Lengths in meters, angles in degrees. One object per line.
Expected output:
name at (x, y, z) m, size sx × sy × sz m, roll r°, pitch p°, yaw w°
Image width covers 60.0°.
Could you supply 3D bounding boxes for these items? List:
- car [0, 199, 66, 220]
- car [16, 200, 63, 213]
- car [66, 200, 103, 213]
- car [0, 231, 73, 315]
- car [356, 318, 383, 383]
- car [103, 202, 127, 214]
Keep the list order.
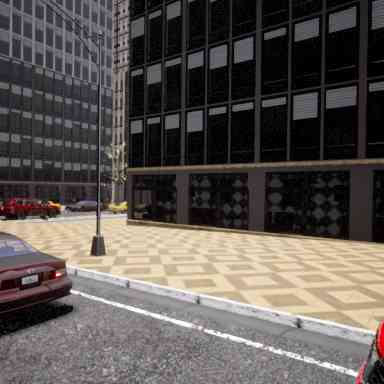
car at (-14.424, 1.519, 29.816) m, size 2.192 × 1.841 × 5.009 m, roll 1°, pitch 0°, yaw 37°
car at (-17.898, 1.643, 39.199) m, size 1.752 × 1.417 × 4.829 m, roll 1°, pitch 0°, yaw 37°
car at (-13.039, 1.747, 41.389) m, size 2.033 × 1.411 × 5.357 m, roll 1°, pitch 0°, yaw 37°
car at (-4.819, 1.544, 7.137) m, size 5.357 × 1.411 × 2.033 m, roll 0°, pitch 0°, yaw 35°
car at (3.607, 1.222, 1.100) m, size 5.566 × 2.045 × 2.150 m, roll 0°, pitch 0°, yaw 36°
car at (-7.603, 1.830, 39.010) m, size 1.752 × 1.417 × 4.829 m, roll 1°, pitch 0°, yaw 37°
